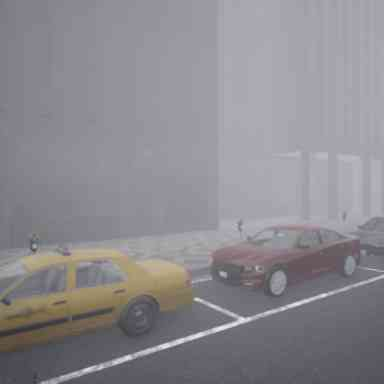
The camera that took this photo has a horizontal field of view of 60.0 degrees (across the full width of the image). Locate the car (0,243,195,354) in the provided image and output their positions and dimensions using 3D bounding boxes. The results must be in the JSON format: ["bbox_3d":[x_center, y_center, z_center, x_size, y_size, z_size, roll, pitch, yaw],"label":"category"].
[{"bbox_3d":[-2.225,1.520,5.063,4.829,1.417,1.752,0,0,-36],"label":"car"}]

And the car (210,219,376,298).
[{"bbox_3d":[2.502,1.506,8.436,4.507,1.381,1.887,0,0,-36],"label":"car"}]

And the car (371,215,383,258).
[{"bbox_3d":[7.090,1.497,11.710,4.313,1.339,1.947,0,0,-36],"label":"car"}]
